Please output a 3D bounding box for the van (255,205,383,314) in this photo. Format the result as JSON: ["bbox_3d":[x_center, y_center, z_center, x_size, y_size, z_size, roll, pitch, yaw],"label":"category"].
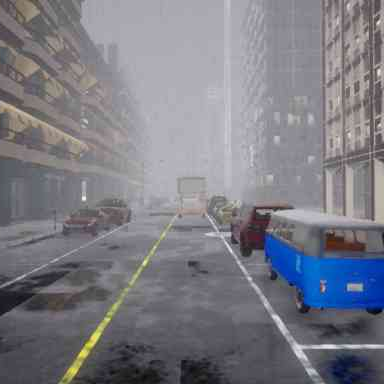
[{"bbox_3d":[2.706,1.345,7.358,1.690,1.788,3.998,1,0,0],"label":"van"}]

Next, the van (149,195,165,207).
[{"bbox_3d":[-5.675,1.415,51.540,1.690,1.788,3.998,1,0,0],"label":"van"}]

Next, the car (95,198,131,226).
[{"bbox_3d":[-5.674,1.336,23.926,2.192,1.841,5.009,1,0,0],"label":"car"}]

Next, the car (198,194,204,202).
[{"bbox_3d":[2.700,1.731,79.152,1.947,1.339,4.313,1,0,0],"label":"car"}]

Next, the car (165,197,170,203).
[{"bbox_3d":[-5.680,1.725,73.630,1.802,1.307,4.206,1,0,0],"label":"car"}]

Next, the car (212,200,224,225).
[{"bbox_3d":[2.703,1.547,24.095,1.752,1.417,4.829,1,0,0],"label":"car"}]

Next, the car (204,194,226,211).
[{"bbox_3d":[2.705,1.354,34.970,2.192,1.841,5.009,1,0,0],"label":"car"}]

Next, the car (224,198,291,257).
[{"bbox_3d":[2.706,1.323,12.879,2.192,1.841,5.009,1,0,0],"label":"car"}]

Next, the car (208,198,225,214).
[{"bbox_3d":[2.702,1.555,29.618,1.752,1.417,4.829,1,0,0],"label":"car"}]

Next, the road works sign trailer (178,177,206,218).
[{"bbox_3d":[0.000,0.494,29.323,2.380,3.560,2.880,0,0,0],"label":"road works sign trailer"}]

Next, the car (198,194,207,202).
[{"bbox_3d":[2.703,1.502,84.676,2.192,1.841,5.009,1,0,0],"label":"car"}]

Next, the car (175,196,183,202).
[{"bbox_3d":[-3.000,1.638,76.728,2.033,1.411,5.357,0,0,0],"label":"car"}]

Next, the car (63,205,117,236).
[{"bbox_3d":[-5.678,1.596,18.403,1.802,1.307,4.206,1,0,0],"label":"car"}]
